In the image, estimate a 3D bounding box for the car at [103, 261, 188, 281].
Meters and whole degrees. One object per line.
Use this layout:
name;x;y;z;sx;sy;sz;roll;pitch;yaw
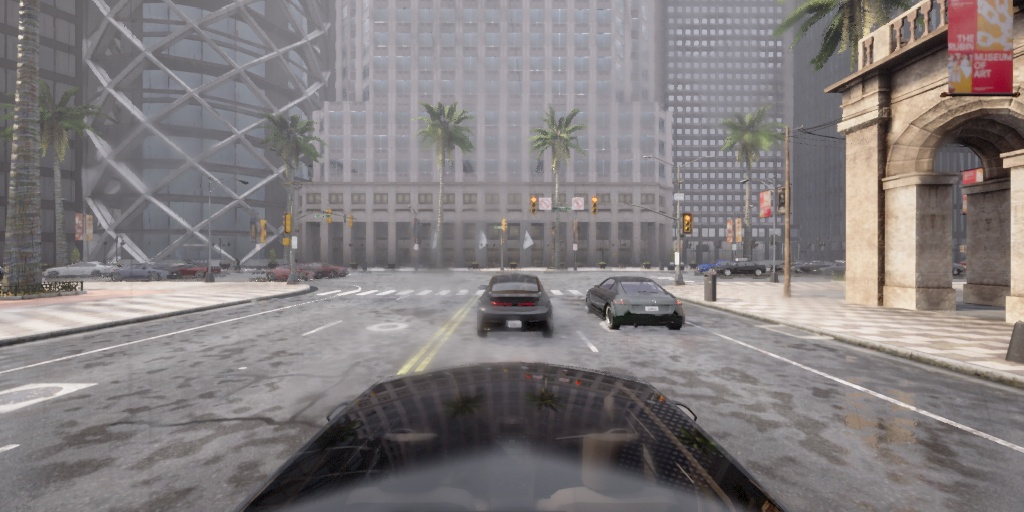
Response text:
car;-29.587;1.314;29.088;4.181;1.385;1.994;0;0;-9

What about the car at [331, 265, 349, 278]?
car;-17.602;1.275;33.121;4.674;1.442;1.812;0;0;-1

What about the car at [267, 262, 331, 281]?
car;-17.610;1.315;29.335;4.181;1.385;1.994;0;0;5

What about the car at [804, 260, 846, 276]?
car;33.063;1.314;36.733;4.181;1.385;1.994;0;0;0

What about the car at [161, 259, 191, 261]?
car;-36.777;1.102;38.442;4.553;1.767;2.097;0;0;-15

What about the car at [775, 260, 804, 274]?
car;33.029;1.240;40.231;4.902;1.511;2.128;0;0;0

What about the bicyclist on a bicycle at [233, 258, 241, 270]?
bicyclist on a bicycle;-35.735;1.051;46.614;0.582;1.620;1.656;0;0;-12

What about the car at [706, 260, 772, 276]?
car;23.195;1.228;36.765;5.008;1.535;1.882;0;0;0

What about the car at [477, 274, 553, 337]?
car;0.080;1.255;10.293;1.837;1.490;4.892;0;0;0

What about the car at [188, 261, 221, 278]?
car;-29.482;1.351;32.615;4.718;1.301;1.895;0;0;-8

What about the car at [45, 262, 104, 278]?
car;-40.114;1.276;33.593;4.674;1.442;1.812;0;0;-23

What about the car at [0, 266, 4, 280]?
car;-42.357;1.102;28.204;4.553;1.767;2.097;0;0;-33

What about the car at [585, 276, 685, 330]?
car;3.584;1.314;11.158;1.994;1.385;4.181;0;0;0

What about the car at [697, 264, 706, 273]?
car;23.457;1.228;40.264;5.008;1.535;1.882;0;0;0

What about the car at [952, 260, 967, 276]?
car;43.029;1.241;36.683;4.902;1.511;2.128;0;0;0
